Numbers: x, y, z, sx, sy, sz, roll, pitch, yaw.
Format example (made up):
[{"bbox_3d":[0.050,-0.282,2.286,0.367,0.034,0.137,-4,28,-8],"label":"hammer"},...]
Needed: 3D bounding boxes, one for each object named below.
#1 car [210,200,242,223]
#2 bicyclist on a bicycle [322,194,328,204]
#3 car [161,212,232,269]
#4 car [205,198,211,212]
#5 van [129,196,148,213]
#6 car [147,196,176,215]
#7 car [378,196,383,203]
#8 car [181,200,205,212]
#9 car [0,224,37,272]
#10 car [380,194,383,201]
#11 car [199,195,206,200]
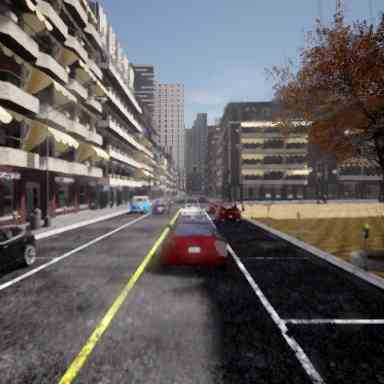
[{"bbox_3d":[2.681,1.567,25.307,1.887,1.381,4.507,0,0,0],"label":"car"},{"bbox_3d":[20.240,1.077,50.682,0.582,1.620,1.656,-1,0,-1],"label":"bicyclist on a bicycle"},{"bbox_3d":[0.072,1.572,11.219,1.994,1.385,4.181,0,0,0],"label":"car"},{"bbox_3d":[2.680,1.582,36.359,1.887,1.381,4.507,0,0,0],"label":"car"},{"bbox_3d":[-5.702,1.378,36.359,1.690,1.788,3.998,0,0,0],"label":"van"},{"bbox_3d":[-3.087,1.526,34.932,2.128,1.511,4.902,0,0,0],"label":"car"},{"bbox_3d":[32.462,1.115,53.795,4.403,1.369,2.008,-1,1,-1],"label":"car"},{"bbox_3d":[0.078,1.626,27.748,1.895,1.301,4.718,0,0,0],"label":"car"},{"bbox_3d":[-5.697,1.572,8.726,1.947,1.339,4.313,0,0,0],"label":"car"},{"bbox_3d":[37.912,0.987,62.253,4.313,1.339,1.947,-1,1,-1],"label":"car"},{"bbox_3d":[2.674,1.564,85.358,1.967,1.590,4.097,-1,0,0],"label":"car"}]
